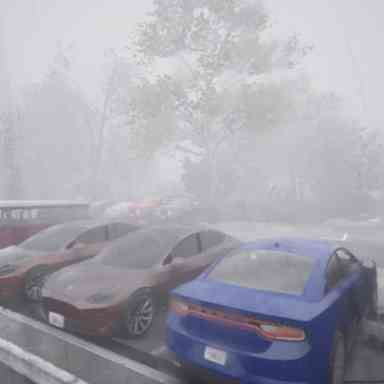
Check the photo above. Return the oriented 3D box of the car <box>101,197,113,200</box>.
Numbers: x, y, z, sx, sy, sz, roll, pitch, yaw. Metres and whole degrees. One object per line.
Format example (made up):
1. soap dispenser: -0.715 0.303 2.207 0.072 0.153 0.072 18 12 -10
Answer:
1. car: -6.895 1.482 27.460 2.097 1.535 5.008 0 0 35

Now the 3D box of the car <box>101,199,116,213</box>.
1. car: -4.726 1.518 25.919 2.002 1.452 4.674 0 0 35

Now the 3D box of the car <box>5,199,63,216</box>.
1. car: -15.972 1.513 33.919 2.097 1.535 5.008 0 0 35

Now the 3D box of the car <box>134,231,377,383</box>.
1. car: 1.660 1.474 5.318 2.097 1.535 5.008 0 0 35

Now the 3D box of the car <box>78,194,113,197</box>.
1. car: -9.180 1.236 29.057 2.435 2.045 5.566 0 0 35

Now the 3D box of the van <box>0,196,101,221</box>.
1. van: -5.257 1.249 10.103 1.878 1.987 4.442 0 0 35

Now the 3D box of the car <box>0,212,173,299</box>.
1. car: -2.922 1.504 8.549 2.163 1.488 4.792 0 0 35

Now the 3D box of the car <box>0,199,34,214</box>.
1. car: -20.508 1.571 37.153 2.002 1.452 4.674 0 0 35

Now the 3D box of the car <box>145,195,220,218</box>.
1. car: -0.203 1.224 22.669 2.435 2.045 5.566 0 0 35

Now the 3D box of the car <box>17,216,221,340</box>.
1. car: -0.638 1.504 6.924 2.163 1.488 4.792 0 0 35

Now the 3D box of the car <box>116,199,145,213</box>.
1. car: -2.373 1.224 24.212 2.435 2.045 5.566 0 0 35
